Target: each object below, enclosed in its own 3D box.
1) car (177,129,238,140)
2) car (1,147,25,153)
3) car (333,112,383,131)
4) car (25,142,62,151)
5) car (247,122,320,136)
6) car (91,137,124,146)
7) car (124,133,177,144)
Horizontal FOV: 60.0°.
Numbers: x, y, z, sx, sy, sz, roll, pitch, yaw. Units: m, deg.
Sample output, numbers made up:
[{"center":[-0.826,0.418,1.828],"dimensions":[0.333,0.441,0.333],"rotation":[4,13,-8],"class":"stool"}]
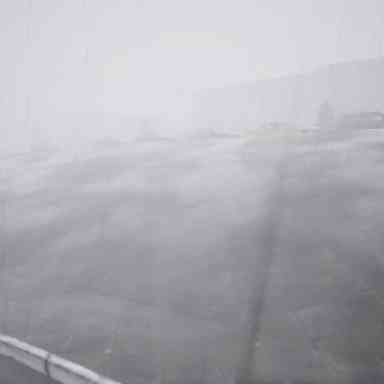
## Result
[{"center":[1.545,-4.126,25.742],"dimensions":[4.674,1.452,2.002],"rotation":[2,1,33],"class":"car"},{"center":[-21.130,-4.874,41.288],"dimensions":[4.674,1.452,2.002],"rotation":[2,1,35],"class":"car"},{"center":[10.966,-3.937,19.927],"dimensions":[4.553,1.767,2.185],"rotation":[2,1,31],"class":"car"},{"center":[-16.611,-4.900,38.160],"dimensions":[4.553,1.767,2.185],"rotation":[2,1,35],"class":"car"},{"center":[6.233,-3.988,22.779],"dimensions":[5.008,1.535,2.097],"rotation":[2,1,32],"class":"car"},{"center":[-7.620,-4.493,31.937],"dimensions":[4.892,1.521,2.231],"rotation":[2,1,35],"class":"car"},{"center":[-3.078,-4.338,28.804],"dimensions":[4.892,1.521,2.231],"rotation":[2,1,34],"class":"car"}]
